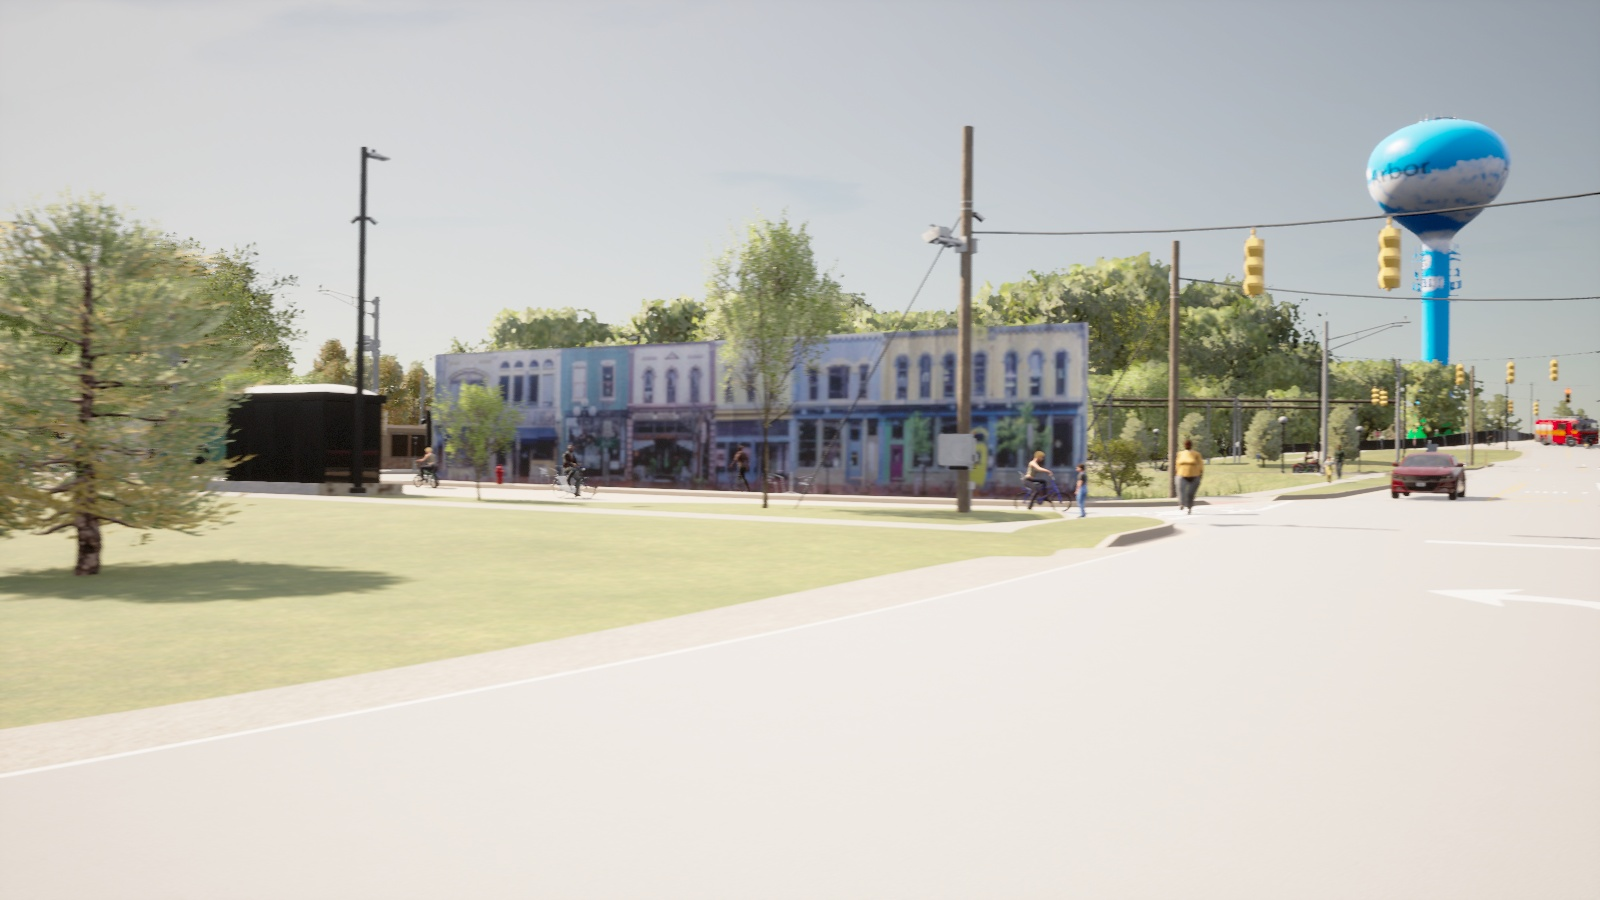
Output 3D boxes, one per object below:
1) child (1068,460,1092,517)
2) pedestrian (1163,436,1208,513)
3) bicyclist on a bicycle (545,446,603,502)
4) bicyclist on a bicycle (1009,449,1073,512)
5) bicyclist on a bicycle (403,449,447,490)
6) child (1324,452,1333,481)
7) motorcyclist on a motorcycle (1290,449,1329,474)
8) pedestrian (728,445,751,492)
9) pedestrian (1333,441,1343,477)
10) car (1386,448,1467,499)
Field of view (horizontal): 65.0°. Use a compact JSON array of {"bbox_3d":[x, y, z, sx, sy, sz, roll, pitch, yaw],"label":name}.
[{"bbox_3d":[6.208,0.845,27.836,0.437,1.263,0.270,0,-1,32],"label":"child"},{"bbox_3d":[9.427,0.597,30.705,0.874,1.855,0.900,0,-1,29],"label":"pedestrian"},{"bbox_3d":[-7.316,0.754,40.614,1.843,1.776,0.659,0,-1,31],"label":"bicyclist on a bicycle"},{"bbox_3d":[6.298,0.808,32.817,1.509,1.612,0.866,-1,-1,18],"label":"bicyclist on a bicycle"},{"bbox_3d":[-14.851,0.770,49.694,1.509,1.612,0.866,1,-1,32],"label":"bicyclist on a bicycle"},{"bbox_3d":[23.138,0.728,54.996,0.270,1.263,0.437,0,-1,35],"label":"child"},{"bbox_3d":[34.041,0.756,83.896,2.350,1.649,0.766,0,0,27],"label":"motorcyclist on a motorcycle"},{"bbox_3d":[-2.326,0.713,48.433,0.869,1.805,0.328,0,-1,38],"label":"pedestrian"},{"bbox_3d":[27.118,0.460,63.302,0.353,1.847,0.614,0,-1,31],"label":"pedestrian"},{"bbox_3d":[20.553,0.722,41.104,1.882,1.535,5.008,0,0,32],"label":"car"}]
